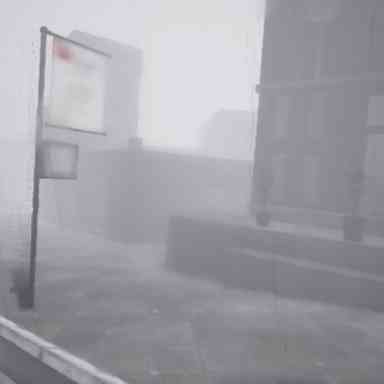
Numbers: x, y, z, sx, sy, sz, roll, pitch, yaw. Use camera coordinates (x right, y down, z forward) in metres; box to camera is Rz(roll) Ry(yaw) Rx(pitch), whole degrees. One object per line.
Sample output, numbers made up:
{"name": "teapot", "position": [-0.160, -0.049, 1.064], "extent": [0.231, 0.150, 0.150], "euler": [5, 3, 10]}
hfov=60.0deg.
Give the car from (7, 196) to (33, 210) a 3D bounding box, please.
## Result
{"name": "car", "position": [-26.201, 1.711, 52.160], "extent": [2.150, 2.045, 5.566], "euler": [4, -1, 12]}
